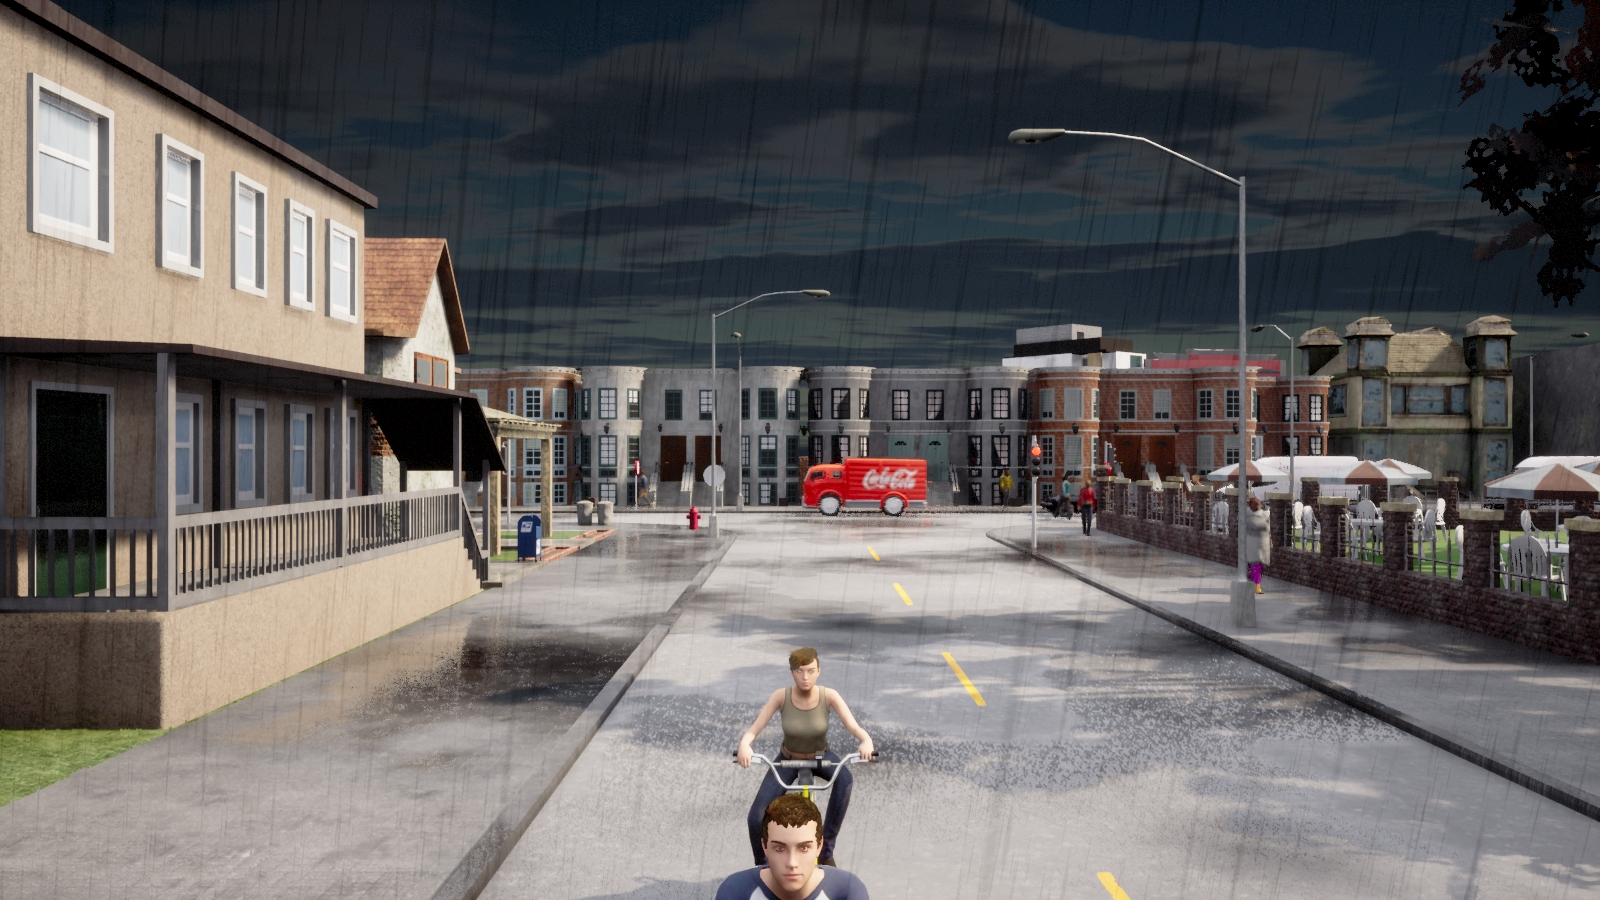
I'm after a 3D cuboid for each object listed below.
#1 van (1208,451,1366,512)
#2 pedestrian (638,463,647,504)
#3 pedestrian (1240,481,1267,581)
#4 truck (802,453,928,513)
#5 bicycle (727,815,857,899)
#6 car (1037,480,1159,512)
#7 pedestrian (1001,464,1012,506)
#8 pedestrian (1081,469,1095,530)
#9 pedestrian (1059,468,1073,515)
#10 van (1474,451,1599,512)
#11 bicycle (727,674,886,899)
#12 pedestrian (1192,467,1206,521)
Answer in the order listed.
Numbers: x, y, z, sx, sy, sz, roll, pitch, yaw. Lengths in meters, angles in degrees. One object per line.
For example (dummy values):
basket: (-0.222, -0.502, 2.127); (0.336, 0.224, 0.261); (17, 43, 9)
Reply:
van: (20.759, 1.334, 48.881); (5.915, 2.561, 1.988); (0, 0, 0)
pedestrian: (-7.265, 1.548, 52.741); (0.375, 1.860, 0.375); (0, 0, 1)
pedestrian: (8.614, 1.532, 21.709); (0.375, 1.860, 0.375); (0, 0, 2)
truck: (2.704, 1.376, 48.863); (5.204, 2.467, 2.627); (1, 0, 0)
bicycle: (-0.022, 1.938, 3.212); (0.373, 1.296, 1.643); (0, 0, 0)
car: (12.712, 1.955, 48.868); (4.718, 1.301, 1.895); (0, 0, 0)
pedestrian: (9.247, 1.545, 51.128); (0.375, 1.860, 0.375); (0, 0, -7)
pedestrian: (8.957, 1.531, 35.560); (0.375, 1.860, 0.375); (0, 0, 5)
pedestrian: (10.622, 1.647, 45.638); (0.375, 1.860, 0.375); (0, 0, -30)
van: (32.375, 1.334, 48.898); (5.915, 2.561, 1.988); (0, 0, 0)
bicycle: (0.033, 2.040, 6.906); (0.859, 1.080, 1.487); (0, 0, 0)
pedestrian: (13.994, 1.534, 40.091); (0.375, 1.860, 0.375); (0, 0, -1)
